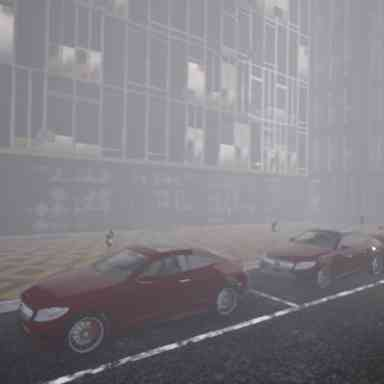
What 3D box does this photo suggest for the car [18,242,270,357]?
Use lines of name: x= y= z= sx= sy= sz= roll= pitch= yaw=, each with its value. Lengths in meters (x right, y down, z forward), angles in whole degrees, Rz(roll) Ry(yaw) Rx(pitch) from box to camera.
car: x=-0.767 y=1.609 z=6.004 sx=4.206 sy=1.307 sz=1.802 roll=1 pitch=0 yaw=-36

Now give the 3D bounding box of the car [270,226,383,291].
car: x=3.748 y=1.662 z=9.228 sx=4.206 sy=1.307 sz=1.802 roll=1 pitch=0 yaw=-36
